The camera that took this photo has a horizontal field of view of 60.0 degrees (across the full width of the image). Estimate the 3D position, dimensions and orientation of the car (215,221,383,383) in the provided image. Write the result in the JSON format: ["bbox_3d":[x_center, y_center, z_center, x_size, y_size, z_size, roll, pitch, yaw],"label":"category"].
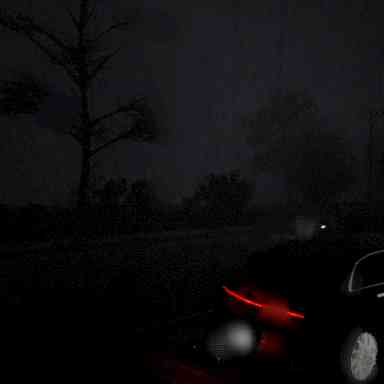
[{"bbox_3d":[2.630,1.466,5.268,4.892,1.490,1.837,0,0,-33],"label":"car"}]

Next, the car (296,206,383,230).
[{"bbox_3d":[7.768,1.422,16.568,5.357,1.411,2.033,0,0,-27],"label":"car"}]
